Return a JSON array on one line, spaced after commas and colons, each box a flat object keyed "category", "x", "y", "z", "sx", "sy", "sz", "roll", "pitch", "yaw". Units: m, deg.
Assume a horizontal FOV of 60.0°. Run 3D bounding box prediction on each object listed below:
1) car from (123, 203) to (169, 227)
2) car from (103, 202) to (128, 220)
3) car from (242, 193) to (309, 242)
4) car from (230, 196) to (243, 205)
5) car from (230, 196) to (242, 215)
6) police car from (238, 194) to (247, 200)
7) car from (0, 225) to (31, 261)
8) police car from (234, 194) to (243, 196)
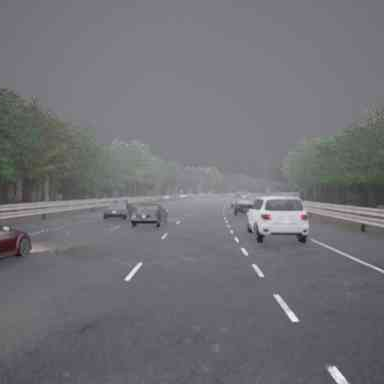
[{"category": "car", "x": -2.731, "y": 1.499, "z": 22.242, "sx": 2.033, "sy": 1.411, "sz": 5.357, "roll": 0, "pitch": 0, "yaw": 3}, {"category": "car", "x": -5.879, "y": 1.503, "z": 27.672, "sx": 1.994, "sy": 1.385, "sz": 4.181, "roll": 0, "pitch": 0, "yaw": 4}, {"category": "car", "x": 3.986, "y": 1.193, "z": 16.293, "sx": 2.150, "sy": 2.045, "sz": 5.566, "roll": 0, "pitch": 0, "yaw": 3}, {"category": "car", "x": 7.506, "y": 1.439, "z": 55.791, "sx": 2.033, "sy": 1.411, "sz": 5.357, "roll": 0, "pitch": 0, "yaw": 8}, {"category": "car", "x": 5.015, "y": 1.414, "z": 32.453, "sx": 1.882, "sy": 1.535, "sz": 5.008, "roll": 0, "pitch": 0, "yaw": 5}, {"category": "police car", "x": 13.276, "y": 1.357, "z": 87.284, "sx": 2.038, "sy": 1.542, "sz": 4.974, "roll": 0, "pitch": 0, "yaw": 13}, {"category": "car", "x": -6.717, "y": 1.536, "z": 10.119, "sx": 1.994, "sy": 1.385, "sz": 4.181, "roll": 0, "pitch": 0, "yaw": 1}, {"category": "police car", "x": 6.142, "y": 1.416, "z": 45.204, "sx": 2.038, "sy": 1.542, "sz": 4.974, "roll": 0, "pitch": 0, "yaw": 7}]
